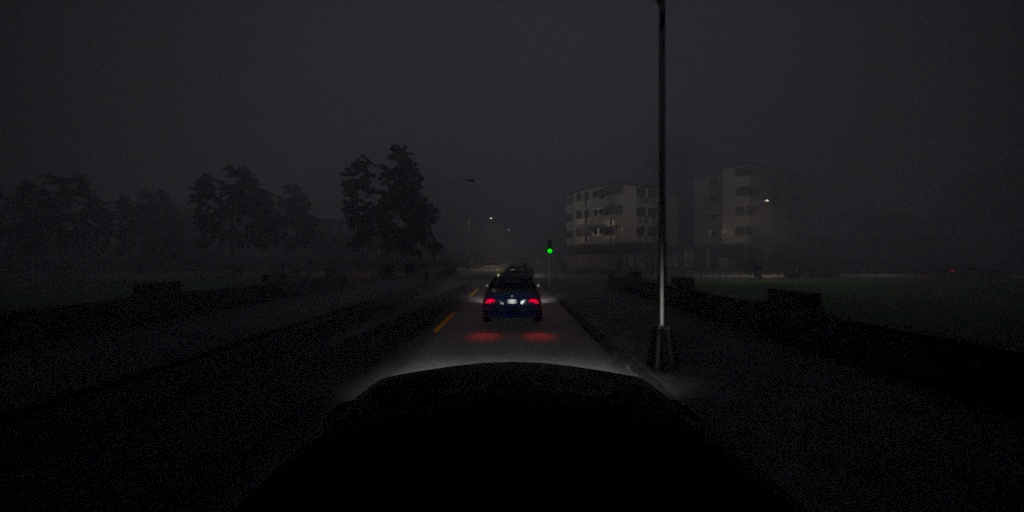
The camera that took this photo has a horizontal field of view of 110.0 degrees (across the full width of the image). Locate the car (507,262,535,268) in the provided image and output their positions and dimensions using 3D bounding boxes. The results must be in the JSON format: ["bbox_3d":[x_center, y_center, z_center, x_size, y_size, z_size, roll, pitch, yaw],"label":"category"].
[{"bbox_3d":[0.703,1.257,29.455,2.128,1.511,4.902,0,0,12],"label":"car"}]

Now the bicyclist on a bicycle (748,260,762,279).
[{"bbox_3d":[20.012,1.113,29.578,0.582,1.620,1.656,0,0,0],"label":"bicyclist on a bicycle"}]

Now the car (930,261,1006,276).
[{"bbox_3d":[43.160,1.367,33.838,4.718,1.301,1.895,0,0,1],"label":"car"}]

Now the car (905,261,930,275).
[{"bbox_3d":[44.626,1.260,37.917,4.902,1.511,2.128,0,0,1],"label":"car"}]

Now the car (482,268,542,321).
[{"bbox_3d":[0.018,1.303,12.375,2.033,1.411,5.357,0,0,0],"label":"car"}]
